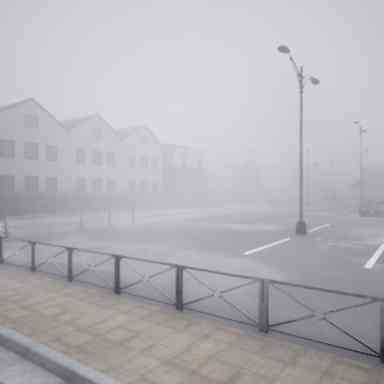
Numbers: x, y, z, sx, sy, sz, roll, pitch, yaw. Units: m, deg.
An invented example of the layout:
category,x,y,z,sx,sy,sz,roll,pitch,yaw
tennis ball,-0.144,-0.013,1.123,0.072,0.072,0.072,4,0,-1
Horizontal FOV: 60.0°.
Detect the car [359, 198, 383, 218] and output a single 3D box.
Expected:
category,x,y,z,sx,sy,sz,roll,pitch,yaw
car,14.967,1.289,27.128,2.007,1.523,4.514,0,0,35
